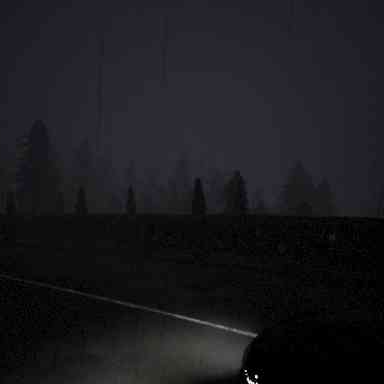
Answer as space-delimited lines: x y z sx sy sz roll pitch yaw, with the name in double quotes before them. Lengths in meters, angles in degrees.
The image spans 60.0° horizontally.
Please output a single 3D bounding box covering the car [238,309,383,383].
"car" 2.646 1.497 2.104 4.892 1.490 1.837 0 0 35
